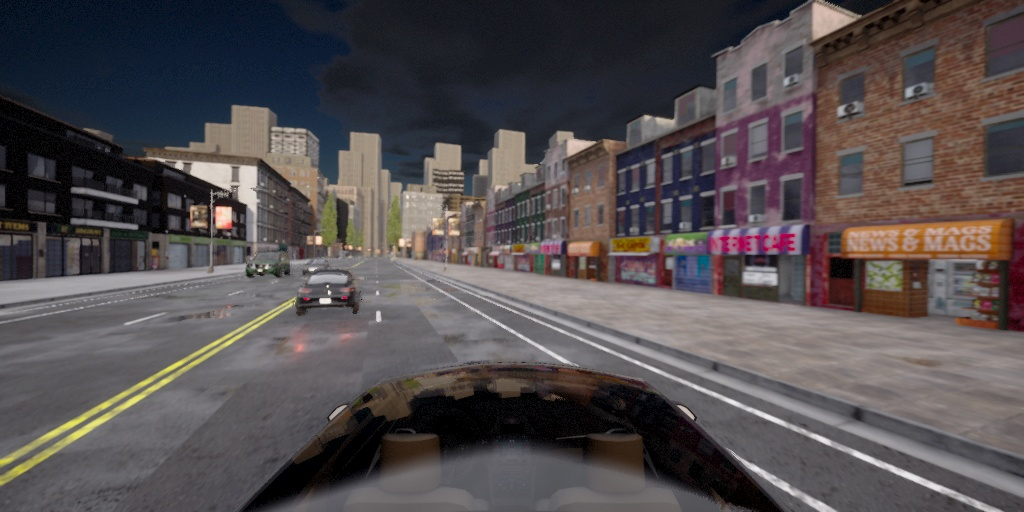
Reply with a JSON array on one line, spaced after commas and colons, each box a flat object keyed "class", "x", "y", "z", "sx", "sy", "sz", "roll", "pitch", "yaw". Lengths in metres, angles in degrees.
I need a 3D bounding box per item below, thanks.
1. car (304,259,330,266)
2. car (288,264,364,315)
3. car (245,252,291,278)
[{"class": "car", "x": -17.351, "y": 0.997, "z": 32.048, "sx": 2.128, "sy": 1.511, "sz": 4.902, "roll": 0, "pitch": 0, "yaw": -21}, {"class": "car", "x": -6.454, "y": 1.178, "z": 12.999, "sx": 1.812, "sy": 1.442, "sz": 4.674, "roll": 0, "pitch": 0, "yaw": -21}, {"class": "car", "x": -19.847, "y": 0.708, "z": 29.470, "sx": 2.150, "sy": 2.045, "sz": 5.566, "roll": 0, "pitch": 0, "yaw": -21}]
